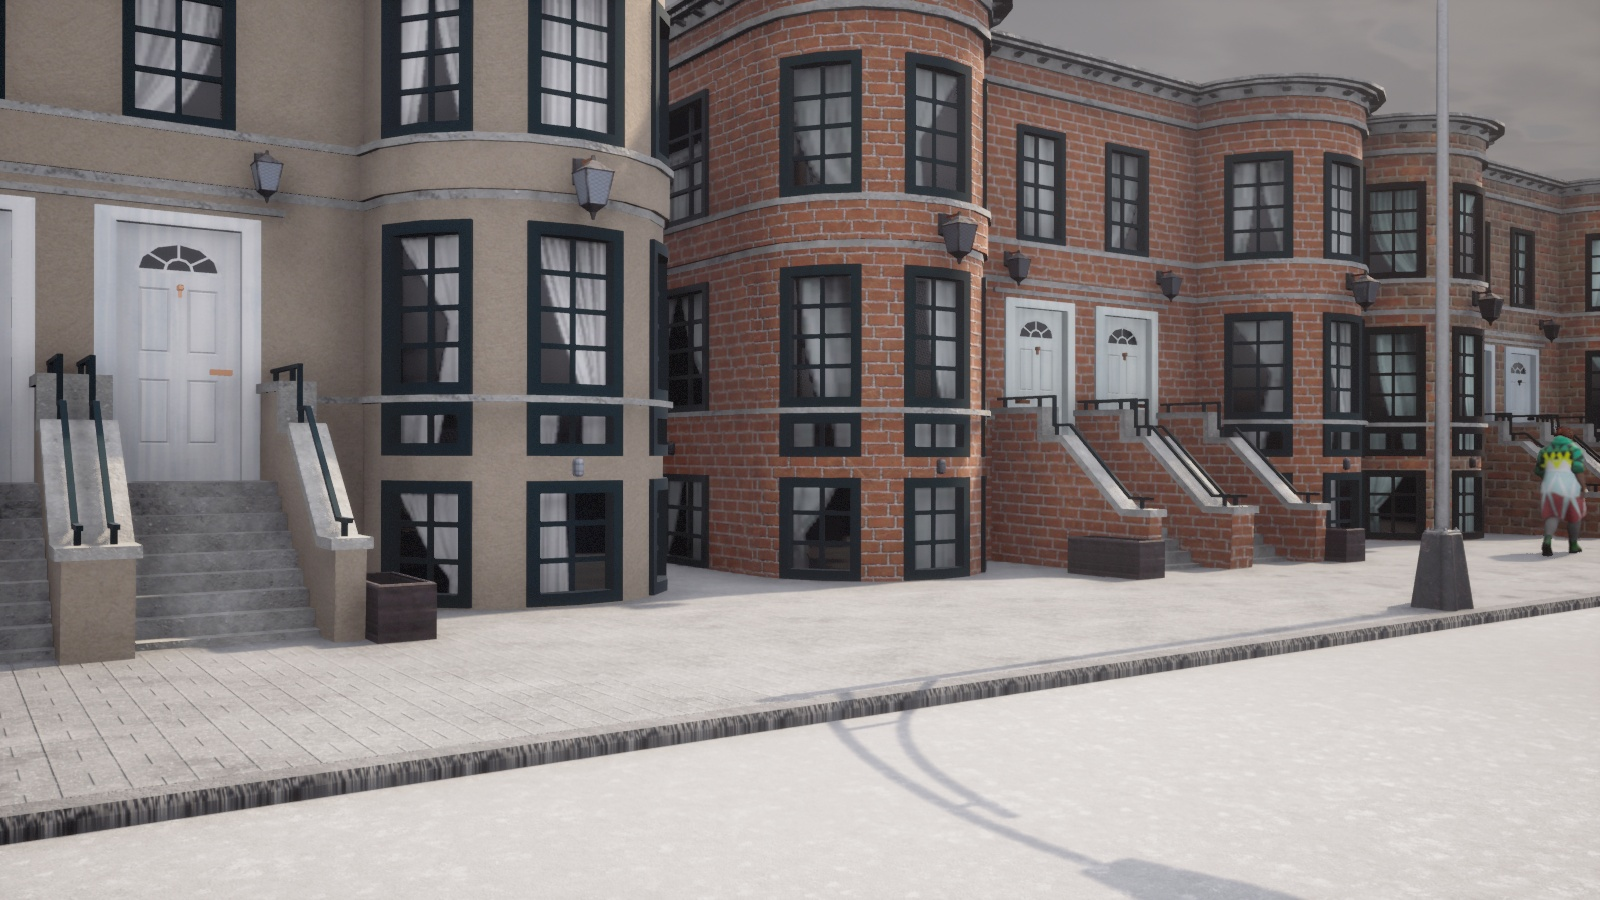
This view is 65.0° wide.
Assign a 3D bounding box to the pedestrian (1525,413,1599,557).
[{"bbox_3d":[10.628,0.475,17.472,0.873,1.952,0.659,0,0,-38],"label":"pedestrian"}]
